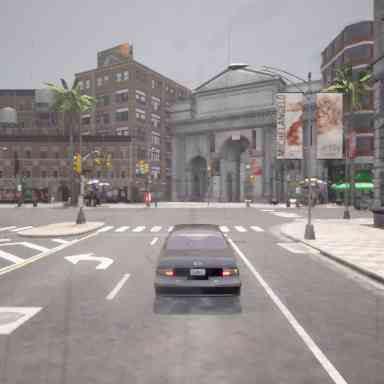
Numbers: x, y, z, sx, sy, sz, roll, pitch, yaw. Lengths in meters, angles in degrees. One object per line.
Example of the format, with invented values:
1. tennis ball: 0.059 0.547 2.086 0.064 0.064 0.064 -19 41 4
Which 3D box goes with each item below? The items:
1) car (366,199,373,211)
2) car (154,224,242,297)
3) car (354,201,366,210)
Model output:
1. car: 22.705 1.526 37.468 4.674 1.442 1.812 0 0 1
2. car: 0.111 1.547 8.741 2.033 1.411 5.357 0 0 0
3. car: 22.279 1.564 40.966 4.181 1.385 1.994 0 0 0
